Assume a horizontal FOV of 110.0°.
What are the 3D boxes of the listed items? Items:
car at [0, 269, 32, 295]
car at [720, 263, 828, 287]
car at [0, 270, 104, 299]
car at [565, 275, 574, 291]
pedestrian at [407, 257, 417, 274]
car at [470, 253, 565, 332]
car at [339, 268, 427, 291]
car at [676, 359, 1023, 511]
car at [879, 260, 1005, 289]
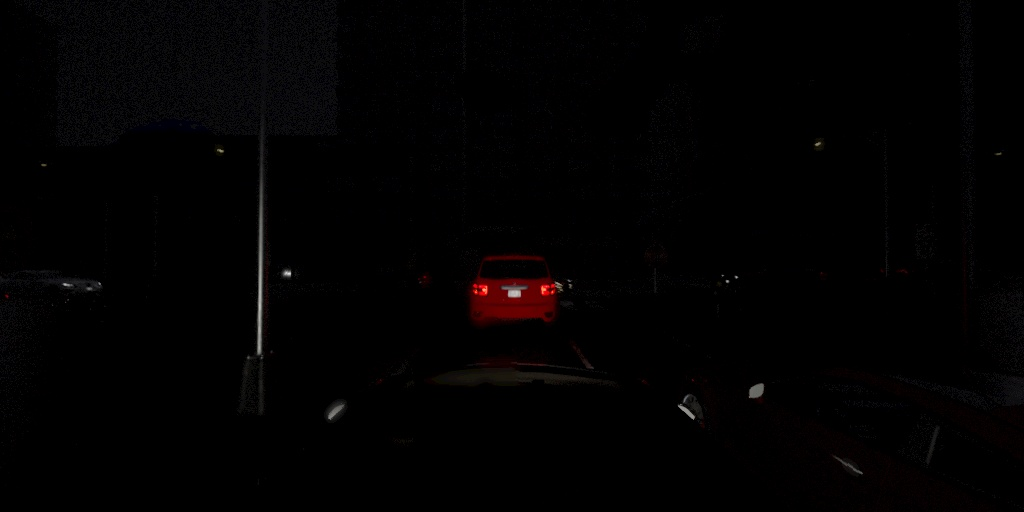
[{"bbox_3d":[-32.550,1.592,21.516,5.008,1.535,1.882,-1,-1,0],"label":"car"},{"bbox_3d":[15.489,1.099,21.339,5.357,1.411,2.033,0,-1,0],"label":"car"},{"bbox_3d":[-24.143,1.463,18.535,4.674,1.442,1.812,-1,-1,0],"label":"car"},{"bbox_3d":[0.694,1.174,18.428,4.892,1.490,1.837,0,0,0],"label":"car"},{"bbox_3d":[-6.831,0.946,24.335,0.375,1.860,0.375,0,0,0],"label":"pedestrian"},{"bbox_3d":[0.009,0.936,10.813,2.150,2.045,5.566,0,0,-1],"label":"car"},{"bbox_3d":[-7.628,1.371,21.419,4.718,1.301,1.895,-1,-1,0],"label":"car"},{"bbox_3d":[2.638,1.330,2.260,1.802,1.307,4.207,0,0,0],"label":"car"},{"bbox_3d":[21.928,0.933,18.375,5.008,1.535,1.882,0,-1,0],"label":"car"}]
